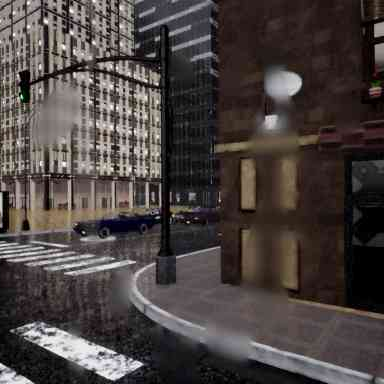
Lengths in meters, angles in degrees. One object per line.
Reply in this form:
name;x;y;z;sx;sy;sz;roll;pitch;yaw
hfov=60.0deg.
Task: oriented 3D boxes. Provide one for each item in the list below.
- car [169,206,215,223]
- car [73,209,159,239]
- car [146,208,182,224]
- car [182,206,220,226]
car;0.059;1.974;30.163;2.008;1.369;4.403;-2;-2;35
car;-4.364;1.835;19.155;1.895;1.301;4.718;-1;-1;36
car;-3.134;1.893;25.600;2.008;1.369;4.403;-2;-2;35
car;1.259;1.922;27.109;2.033;1.411;5.357;-1;-1;35
